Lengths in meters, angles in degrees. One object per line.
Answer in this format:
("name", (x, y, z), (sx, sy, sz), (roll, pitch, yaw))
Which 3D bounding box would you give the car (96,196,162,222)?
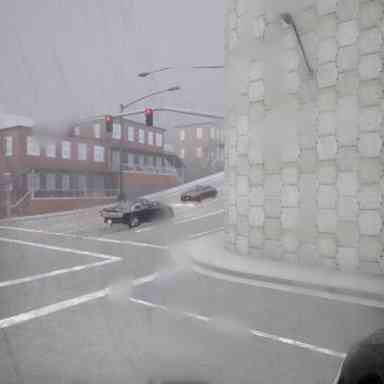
("car", (-4.550, 1.187, 24.722), (1.895, 1.301, 4.718), (0, 5, 35))

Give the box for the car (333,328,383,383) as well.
("car", (3.318, 1.492, 1.597), (4.902, 1.511, 2.128), (0, 0, 36))

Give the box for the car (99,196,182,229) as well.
("car", (-3.144, 1.274, 20.372), (2.128, 1.511, 4.902), (0, 3, 36))

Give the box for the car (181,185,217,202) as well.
("car", (0.684, 0.077, 32.107), (1.994, 1.385, 4.181), (0, 9, 36))
